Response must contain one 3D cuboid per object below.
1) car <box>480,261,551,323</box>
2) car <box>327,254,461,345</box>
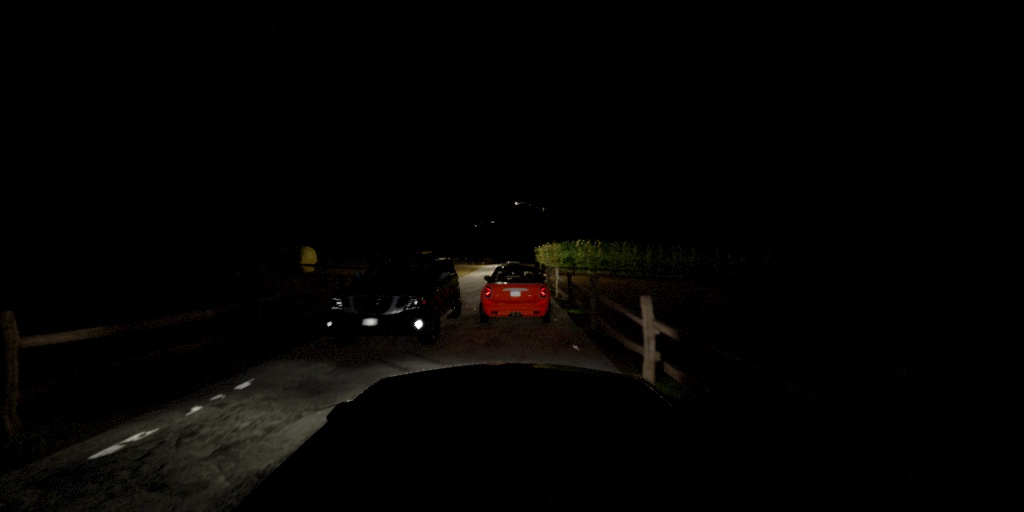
[{"bbox_3d":[0.101,1.087,12.260,2.097,1.767,4.553,0,0,0],"label":"car"},{"bbox_3d":[-2.779,0.963,9.851,2.150,2.045,5.566,0,0,1],"label":"car"}]
